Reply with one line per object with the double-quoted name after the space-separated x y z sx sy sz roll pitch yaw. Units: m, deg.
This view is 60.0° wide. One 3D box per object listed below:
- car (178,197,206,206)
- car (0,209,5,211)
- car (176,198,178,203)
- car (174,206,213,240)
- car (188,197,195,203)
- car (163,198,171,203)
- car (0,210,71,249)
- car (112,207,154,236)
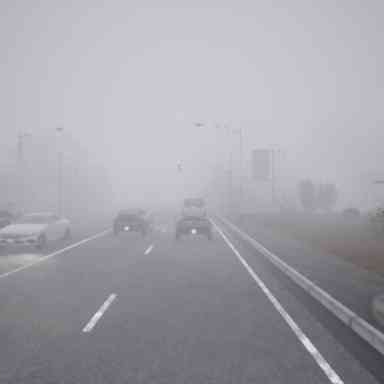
0.088 1.496 29.261 2.150 2.045 5.566 0 -1 -2 "car"
-10.615 1.667 17.092 1.837 1.490 4.892 0 -1 0 "car"
-3.627 2.347 95.287 1.882 1.535 5.008 0 -1 0 "car"
0.079 1.670 18.001 1.837 1.490 4.892 0 -2 0 "car"
-0.127 2.347 95.292 1.882 1.535 5.008 0 -1 0 "car"
-7.127 2.410 94.908 1.812 1.442 4.674 0 -1 0 "car"
-7.114 1.671 15.381 1.812 1.442 4.674 0 -1 0 "car"
-3.423 1.692 19.870 1.837 1.490 4.892 0 -1 0 "car"
